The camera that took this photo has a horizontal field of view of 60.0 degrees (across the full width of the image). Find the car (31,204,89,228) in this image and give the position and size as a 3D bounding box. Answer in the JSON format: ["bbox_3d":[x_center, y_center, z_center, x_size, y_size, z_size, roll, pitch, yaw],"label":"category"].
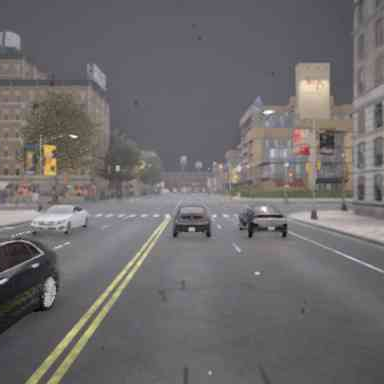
[{"bbox_3d":[-7.105,1.418,18.395,1.812,1.442,4.674,0,1,0],"label":"car"}]

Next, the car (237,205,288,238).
[{"bbox_3d":[3.497,1.392,17.091,2.128,1.511,4.902,0,0,0],"label":"car"}]

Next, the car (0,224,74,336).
[{"bbox_3d":[-3.554,1.478,4.791,1.837,1.490,4.892,0,0,0],"label":"car"}]

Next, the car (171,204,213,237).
[{"bbox_3d":[-0.003,1.404,17.220,1.837,1.490,4.892,0,0,0],"label":"car"}]
